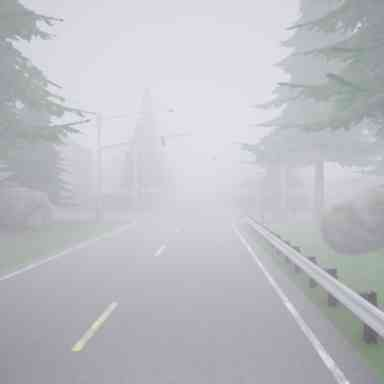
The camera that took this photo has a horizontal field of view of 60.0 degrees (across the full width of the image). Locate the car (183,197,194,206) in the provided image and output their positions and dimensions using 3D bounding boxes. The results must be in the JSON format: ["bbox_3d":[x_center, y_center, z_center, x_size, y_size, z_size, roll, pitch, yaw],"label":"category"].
[{"bbox_3d":[-0.548,1.667,60.122,1.812,1.442,4.674,0,0,4],"label":"car"}]
